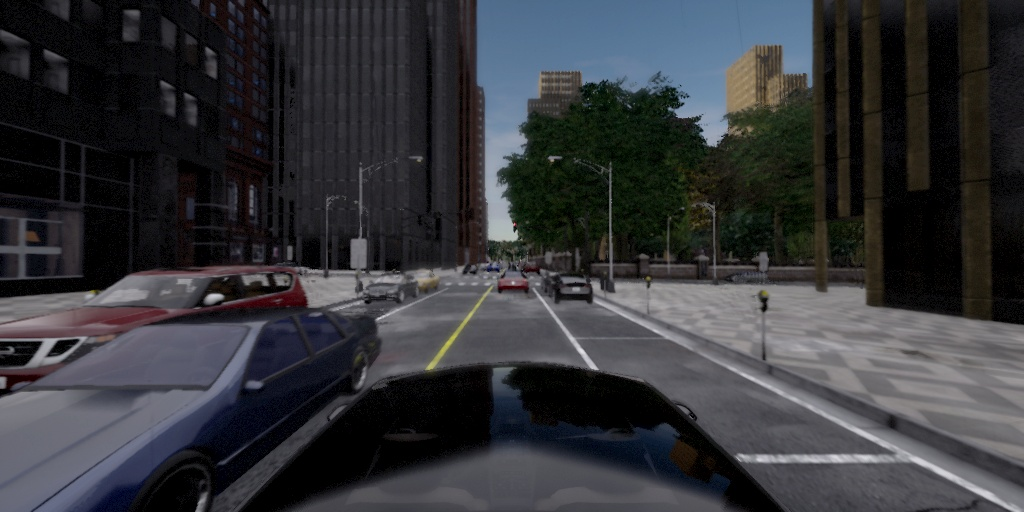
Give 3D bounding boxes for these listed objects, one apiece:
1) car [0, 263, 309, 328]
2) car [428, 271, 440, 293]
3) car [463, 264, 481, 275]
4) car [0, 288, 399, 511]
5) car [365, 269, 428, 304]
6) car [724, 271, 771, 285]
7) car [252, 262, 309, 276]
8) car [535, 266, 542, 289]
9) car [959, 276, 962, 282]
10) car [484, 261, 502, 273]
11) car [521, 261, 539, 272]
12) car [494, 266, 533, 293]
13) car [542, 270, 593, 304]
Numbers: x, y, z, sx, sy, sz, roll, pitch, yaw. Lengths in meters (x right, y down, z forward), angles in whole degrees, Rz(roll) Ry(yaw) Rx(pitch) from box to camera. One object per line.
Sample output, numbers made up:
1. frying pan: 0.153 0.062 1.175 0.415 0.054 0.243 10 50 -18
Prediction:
1. car: -5.762 1.120 6.493 2.192 1.841 5.009 0 0 0
2. car: -5.760 1.523 22.859 1.751 1.417 4.829 0 0 0
3. car: -5.756 1.885 49.692 1.948 1.339 4.313 0 0 0
4. car: -3.111 1.324 3.985 2.033 1.411 5.357 0 -1 -1
5. car: -5.761 1.484 17.517 2.007 1.370 4.403 0 0 0
6. car: 24.812 2.269 37.893 4.181 1.385 1.994 1 -1 0
7. car: -24.202 1.345 37.661 4.718 1.301 1.895 1 -1 -1
8. car: 2.765 1.549 23.038 2.007 1.370 4.403 0 0 0
9. car: 48.089 2.799 37.925 4.718 1.301 1.895 1 -1 0
10. car: -3.039 1.917 59.134 1.882 1.535 5.008 0 -1 1
11. car: 2.769 1.635 49.700 2.192 1.841 5.009 0 0 0
12. car: 0.083 1.562 23.041 1.994 1.385 4.181 0 -1 0
13. car: 2.765 1.499 17.525 1.948 1.339 4.313 0 0 0
